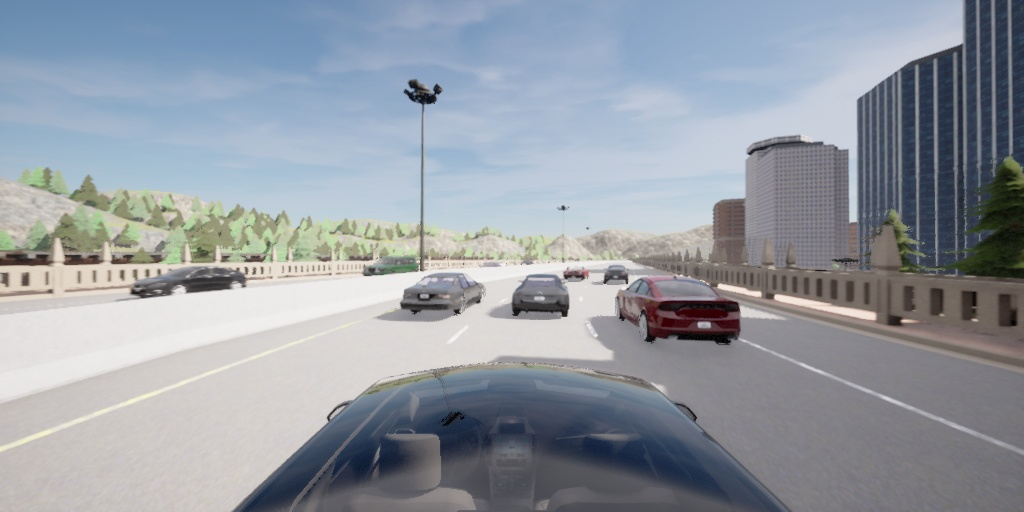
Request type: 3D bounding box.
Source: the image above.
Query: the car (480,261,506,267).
[{"bbox_3d":[-2.559,1.466,41.163,1.812,1.442,4.674,0,0,18],"label":"car"}]

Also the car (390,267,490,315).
[{"bbox_3d":[-2.409,1.333,13.848,2.033,1.411,5.357,0,0,8],"label":"car"}]

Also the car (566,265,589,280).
[{"bbox_3d":[5.927,1.513,32.702,1.895,1.301,4.718,0,0,18],"label":"car"}]

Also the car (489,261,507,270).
[{"bbox_3d":[-2.440,1.641,63.810,1.812,1.442,4.674,0,-1,18],"label":"car"}]

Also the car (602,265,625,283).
[{"bbox_3d":[8.497,1.423,29.179,1.812,1.442,4.674,0,0,17],"label":"car"}]

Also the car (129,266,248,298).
[{"bbox_3d":[-16.010,1.263,18.111,1.837,1.490,4.892,0,0,10],"label":"car"}]

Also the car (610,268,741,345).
[{"bbox_3d":[4.167,1.270,9.809,1.882,1.535,5.008,0,0,5],"label":"car"}]

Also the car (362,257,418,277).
[{"bbox_3d":[-9.885,1.065,29.654,2.150,2.045,5.566,0,0,16],"label":"car"}]

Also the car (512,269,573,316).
[{"bbox_3d":[1.170,1.361,13.676,1.994,1.385,4.181,0,0,8],"label":"car"}]
